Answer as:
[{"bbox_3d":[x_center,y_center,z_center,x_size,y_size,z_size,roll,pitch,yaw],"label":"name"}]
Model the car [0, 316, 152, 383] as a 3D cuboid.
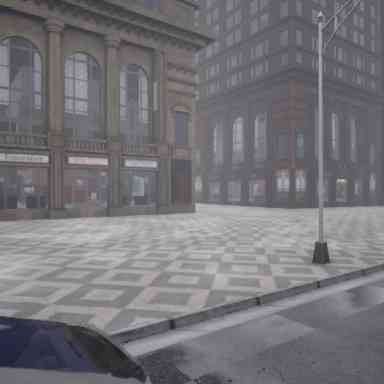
[{"bbox_3d":[-2.228,1.564,1.789,4.181,1.385,1.994,0,0,-36],"label":"car"}]
